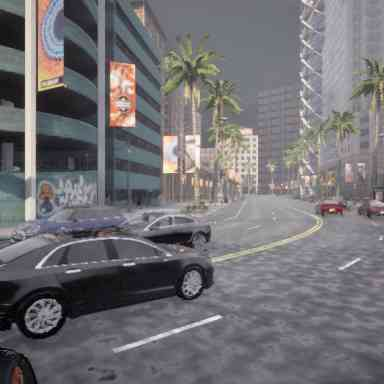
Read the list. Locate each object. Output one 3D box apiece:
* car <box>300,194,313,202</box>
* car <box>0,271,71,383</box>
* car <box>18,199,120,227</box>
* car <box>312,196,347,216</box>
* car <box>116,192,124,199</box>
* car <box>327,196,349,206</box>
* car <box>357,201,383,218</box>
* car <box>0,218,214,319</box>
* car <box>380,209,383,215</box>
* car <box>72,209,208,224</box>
[{"bbox_3d":[29.243,1.301,83.729,2.185,1.767,4.553,0,0,10],"label":"car"},{"bbox_3d":[-2.877,1.561,1.565,4.181,1.385,1.994,0,0,-32],"label":"car"},{"bbox_3d":[-4.723,1.338,13.476,4.553,1.767,2.097,0,0,-44],"label":"car"},{"bbox_3d":[13.219,1.458,32.304,1.882,1.535,5.008,0,0,13],"label":"car"},{"bbox_3d":[-11.626,0.978,53.577,2.435,2.045,5.566,0,0,10],"label":"car"},{"bbox_3d":[24.054,1.449,54.816,2.231,1.521,4.892,0,0,10],"label":"car"},{"bbox_3d":[16.159,1.510,29.613,1.812,1.442,4.674,0,0,14],"label":"car"},{"bbox_3d":[-1.712,1.497,6.610,4.892,1.490,1.837,0,1,-38],"label":"car"},{"bbox_3d":[8.774,1.451,12.859,1.801,1.575,5.366,0,0,37],"label":"car"},{"bbox_3d":[-1.344,1.481,11.837,2.128,1.511,4.902,0,0,45],"label":"car"}]
